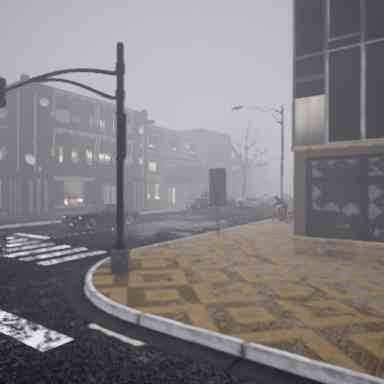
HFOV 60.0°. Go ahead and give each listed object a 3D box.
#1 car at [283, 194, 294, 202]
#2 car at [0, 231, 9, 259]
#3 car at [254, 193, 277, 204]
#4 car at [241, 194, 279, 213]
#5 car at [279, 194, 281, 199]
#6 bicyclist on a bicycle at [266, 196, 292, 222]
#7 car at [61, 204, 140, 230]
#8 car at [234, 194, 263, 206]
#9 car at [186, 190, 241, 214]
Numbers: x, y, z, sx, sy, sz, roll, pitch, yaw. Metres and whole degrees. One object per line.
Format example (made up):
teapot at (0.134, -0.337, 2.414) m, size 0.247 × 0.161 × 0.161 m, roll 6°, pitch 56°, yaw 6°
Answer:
car at (11.250, 1.067, 34.069) m, size 2.008 × 1.369 × 4.403 m, roll 1°, pitch 2°, yaw 35°
car at (-7.087, 1.616, 9.503) m, size 1.895 × 1.301 × 4.718 m, roll -1°, pitch 1°, yaw -7°
car at (10.703, 0.903, 48.244) m, size 1.802 × 1.307 × 4.206 m, roll 1°, pitch 2°, yaw 35°
car at (6.005, 1.146, 31.260) m, size 2.033 × 1.411 × 5.357 m, roll 0°, pitch 1°, yaw 34°
car at (12.544, 0.935, 46.202) m, size 1.895 × 1.301 × 4.718 m, roll 0°, pitch 1°, yaw 35°
bicyclist on a bicycle at (5.372, 1.056, 20.600) m, size 1.656 × 1.620 × 0.582 m, roll 0°, pitch 1°, yaw 35°
car at (-5.472, 1.450, 20.301) m, size 1.895 × 1.301 × 4.718 m, roll 0°, pitch 1°, yaw 35°
car at (7.463, 0.957, 43.622) m, size 1.887 × 1.381 × 4.507 m, roll 1°, pitch 2°, yaw 35°
car at (2.144, 0.853, 31.284) m, size 2.150 × 2.045 × 5.566 m, roll 0°, pitch 1°, yaw 35°
